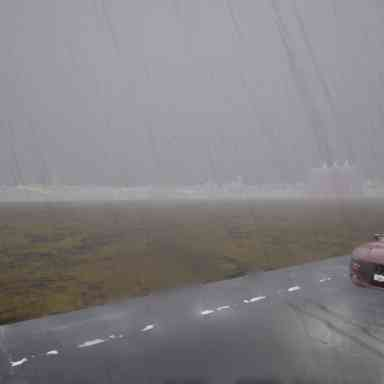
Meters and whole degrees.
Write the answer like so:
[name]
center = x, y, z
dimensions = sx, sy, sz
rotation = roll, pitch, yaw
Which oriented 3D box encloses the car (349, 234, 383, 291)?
[car]
center = 5.846, 1.473, 8.176
dimensions = 5.008, 1.535, 1.882
rotation = 0, 0, -36
